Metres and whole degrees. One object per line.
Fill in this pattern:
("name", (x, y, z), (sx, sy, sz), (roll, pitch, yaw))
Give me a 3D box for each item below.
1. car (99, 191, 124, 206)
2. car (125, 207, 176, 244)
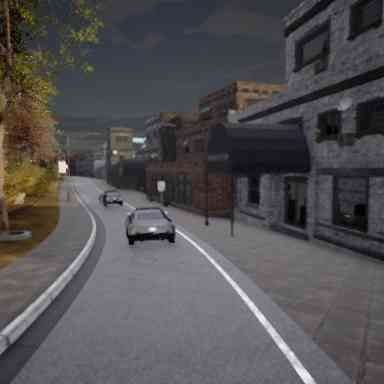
("car", (-8.121, 0.571, 33.226), (2.033, 1.411, 5.357), (-2, 4, -22))
("car", (-1.964, 1.377, 14.953), (1.994, 1.385, 4.181), (-1, 2, -12))
